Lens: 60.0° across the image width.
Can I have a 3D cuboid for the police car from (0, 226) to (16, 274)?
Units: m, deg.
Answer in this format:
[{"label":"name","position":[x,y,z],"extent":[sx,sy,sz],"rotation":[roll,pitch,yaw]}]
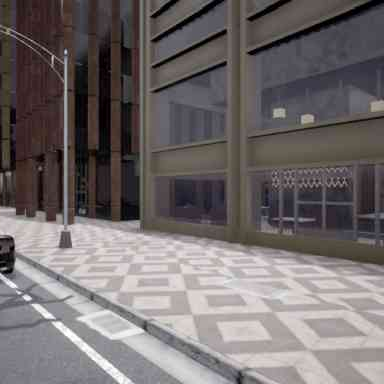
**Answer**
[{"label":"police car","position":[-6.727,1.424,9.790],"extent":[1.930,1.638,5.238],"rotation":[0,0,-41]}]
